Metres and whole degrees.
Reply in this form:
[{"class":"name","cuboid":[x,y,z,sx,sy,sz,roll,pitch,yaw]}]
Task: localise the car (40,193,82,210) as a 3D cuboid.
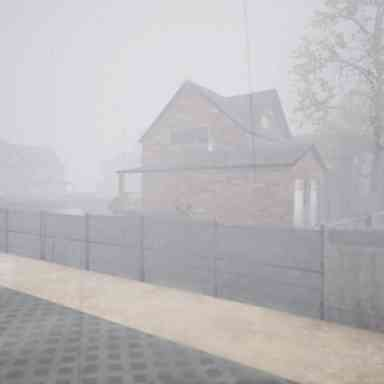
[{"class":"car","cuboid":[-13.138,0.947,33.278,2.097,1.767,4.553,1,2,35]}]
